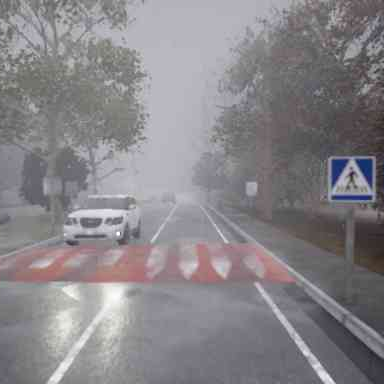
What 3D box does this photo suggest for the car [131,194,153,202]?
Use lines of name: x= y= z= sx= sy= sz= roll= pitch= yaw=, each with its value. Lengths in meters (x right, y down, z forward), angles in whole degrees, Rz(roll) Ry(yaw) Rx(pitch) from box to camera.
car: x=-11.106 y=1.327 z=74.155 sx=4.553 sy=1.767 sz=2.185 roll=0 pitch=-2 yaw=-1

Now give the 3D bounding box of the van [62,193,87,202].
van: x=-24.218 y=1.118 z=68.582 sx=4.442 sy=1.987 sz=1.878 roll=0 pitch=-1 yaw=-1

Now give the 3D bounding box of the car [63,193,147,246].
car: x=-3.479 y=1.098 z=14.008 sx=2.150 sy=2.045 sz=5.566 roll=-1 pitch=-2 yaw=-1

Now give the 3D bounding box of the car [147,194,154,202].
car: x=-10.807 y=1.275 z=65.838 sx=5.366 sy=1.575 sz=1.946 roll=0 pitch=-1 yaw=-1

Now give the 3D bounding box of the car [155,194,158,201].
car: x=-11.074 y=1.272 z=76.929 sx=5.566 sy=2.045 sz=2.435 roll=0 pitch=-2 yaw=-1

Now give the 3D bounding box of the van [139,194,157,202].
van: x=-11.300 y=1.519 z=85.252 sx=4.442 sy=1.987 sz=1.878 roll=0 pitch=-2 yaw=-1

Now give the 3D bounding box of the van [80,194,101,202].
van: x=-24.327 y=1.391 z=79.778 sx=4.442 sy=1.987 sz=1.878 roll=0 pitch=-2 yaw=-1

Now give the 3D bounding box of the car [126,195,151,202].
car: x=-11.025 y=1.329 z=68.604 sx=4.892 sy=1.521 sz=2.231 roll=0 pitch=-1 yaw=-1

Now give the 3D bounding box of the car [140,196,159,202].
car: x=-11.216 y=1.818 z=88.023 sx=5.008 sy=1.535 sz=2.097 roll=0 pitch=-2 yaw=-1

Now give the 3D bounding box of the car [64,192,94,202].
car: x=-24.157 y=1.153 z=71.475 sx=5.566 sy=2.045 sz=2.435 roll=0 pitch=-1 yaw=-1

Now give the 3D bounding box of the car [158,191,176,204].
car: x=-3.854 y=0.912 z=55.112 sx=2.150 sy=2.045 sz=5.566 roll=0 pitch=0 yaw=0
